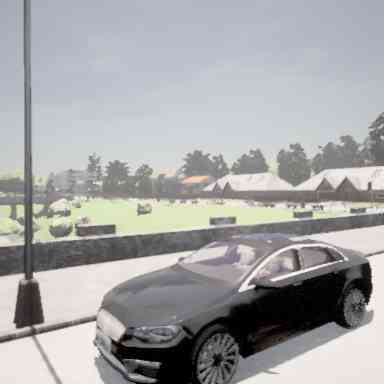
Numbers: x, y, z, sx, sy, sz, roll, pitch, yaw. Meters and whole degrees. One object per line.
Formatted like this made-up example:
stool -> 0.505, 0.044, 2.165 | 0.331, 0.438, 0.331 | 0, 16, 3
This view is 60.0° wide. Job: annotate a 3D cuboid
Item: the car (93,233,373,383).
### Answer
car -> 0.974, 1.471, 5.296 | 4.902, 1.511, 2.128 | 0, 0, -35
